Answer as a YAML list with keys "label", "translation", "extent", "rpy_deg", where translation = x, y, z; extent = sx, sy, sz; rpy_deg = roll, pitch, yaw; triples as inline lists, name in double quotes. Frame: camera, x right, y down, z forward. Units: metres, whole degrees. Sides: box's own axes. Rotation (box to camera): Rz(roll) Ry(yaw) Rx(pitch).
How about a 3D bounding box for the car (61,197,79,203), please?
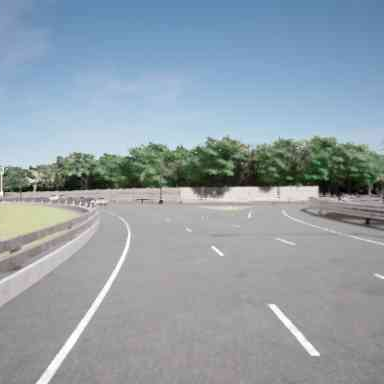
- label: "car"
  translation: [-29.994, 1.891, 81.851]
  extent: [4.902, 1.511, 2.128]
  rpy_deg: [-1, 0, 40]

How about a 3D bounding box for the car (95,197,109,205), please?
- label: "car"
  translation: [-17.709, 1.889, 63.368]
  extent: [1.895, 1.301, 4.718]
  rpy_deg: [-1, 0, -38]

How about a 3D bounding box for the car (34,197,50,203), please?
- label: "car"
  translation: [-34.696, 1.911, 76.666]
  extent: [4.892, 1.490, 1.837]
  rpy_deg: [-1, 0, 40]

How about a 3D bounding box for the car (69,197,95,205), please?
- label: "car"
  translation: [-20.180, 1.806, 60.829]
  extent: [2.128, 1.511, 4.902]
  rpy_deg: [-1, 0, -38]

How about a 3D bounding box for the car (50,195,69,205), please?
- label: "car"
  translation: [-26.935, 1.866, 69.021]
  extent: [1.882, 1.535, 5.008]
  rpy_deg: [0, 0, -44]

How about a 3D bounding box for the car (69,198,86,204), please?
- label: "car"
  translation: [-24.730, 1.928, 71.803]
  extent: [1.994, 1.385, 4.181]
  rpy_deg: [0, 0, -44]

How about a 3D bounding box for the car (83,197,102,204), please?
- label: "car"
  translation: [-22.303, 1.830, 74.372]
  extent: [1.882, 1.535, 5.008]
  rpy_deg: [0, 0, -44]
